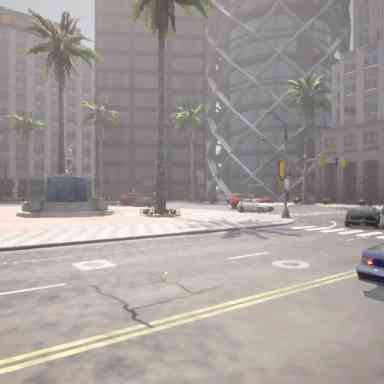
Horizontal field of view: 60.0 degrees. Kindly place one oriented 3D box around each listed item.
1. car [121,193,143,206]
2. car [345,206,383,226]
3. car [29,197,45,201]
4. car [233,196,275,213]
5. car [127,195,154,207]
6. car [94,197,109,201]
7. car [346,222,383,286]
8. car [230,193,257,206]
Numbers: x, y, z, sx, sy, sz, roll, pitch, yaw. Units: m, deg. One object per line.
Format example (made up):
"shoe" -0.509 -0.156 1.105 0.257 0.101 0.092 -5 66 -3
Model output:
"car" -8.883 1.220 54.199 5.566 2.045 2.150 0 0 15
"car" 11.088 1.601 21.543 1.895 1.301 4.718 0 0 27
"car" -27.984 1.564 61.633 4.181 1.385 1.994 0 0 -10
"car" 7.237 1.526 37.979 1.812 1.442 4.674 0 0 -38
"car" -7.039 1.564 49.799 4.181 1.385 1.994 0 0 20
"car" -18.220 1.601 62.516 4.718 1.301 1.895 0 0 1
"car" 6.197 1.547 8.193 5.357 1.411 2.033 0 0 -35
"car" 7.473 1.220 43.346 2.150 2.045 5.566 0 0 -39
